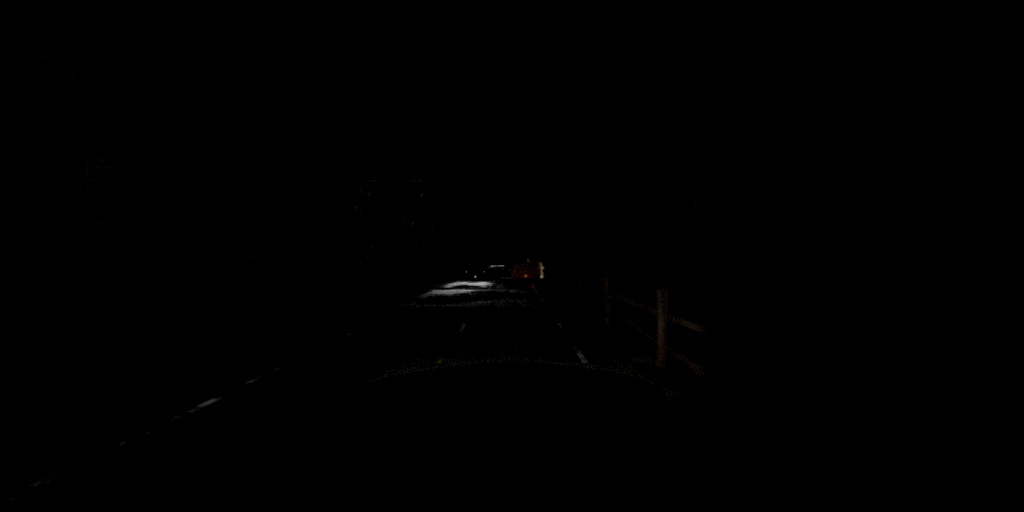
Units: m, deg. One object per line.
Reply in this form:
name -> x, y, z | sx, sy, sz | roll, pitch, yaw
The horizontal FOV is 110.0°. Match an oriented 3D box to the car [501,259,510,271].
car -> -0.001, 1.176, 48.241 | 2.128, 1.511, 4.902 | 0, 0, 0

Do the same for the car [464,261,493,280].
car -> -2.864, 1.320, 30.348 | 1.895, 1.301, 4.718 | 0, 0, 0

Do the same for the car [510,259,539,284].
car -> 0.948, 1.203, 27.099 | 1.882, 1.535, 5.008 | 0, 0, 0
